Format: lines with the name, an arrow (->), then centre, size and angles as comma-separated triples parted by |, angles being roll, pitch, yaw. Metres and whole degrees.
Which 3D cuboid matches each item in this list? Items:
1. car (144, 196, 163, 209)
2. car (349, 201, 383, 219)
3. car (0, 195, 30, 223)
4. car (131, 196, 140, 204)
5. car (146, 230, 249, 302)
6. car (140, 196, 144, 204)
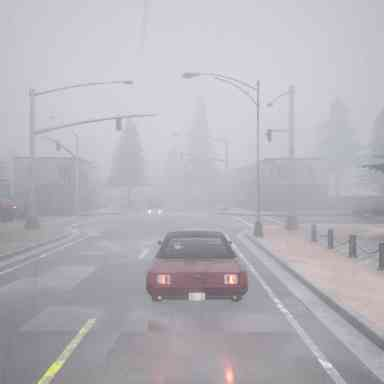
car -> -4.823, 1.530, 43.443 | 1.994, 1.385, 4.181 | 0, 0, -6
car -> 15.771, 1.476, 27.886 | 4.902, 1.511, 2.128 | 0, 0, 2
car -> -15.093, 1.206, 25.094 | 5.566, 2.045, 2.150 | 0, 0, 2
car -> -10.318, 1.443, 63.693 | 1.882, 1.535, 5.008 | 0, 0, -24
car -> 0.074, 1.601, 8.227 | 1.895, 1.301, 4.718 | 0, 0, -1
car -> -6.701, 1.470, 53.679 | 1.837, 1.490, 4.892 | 0, 0, -16
